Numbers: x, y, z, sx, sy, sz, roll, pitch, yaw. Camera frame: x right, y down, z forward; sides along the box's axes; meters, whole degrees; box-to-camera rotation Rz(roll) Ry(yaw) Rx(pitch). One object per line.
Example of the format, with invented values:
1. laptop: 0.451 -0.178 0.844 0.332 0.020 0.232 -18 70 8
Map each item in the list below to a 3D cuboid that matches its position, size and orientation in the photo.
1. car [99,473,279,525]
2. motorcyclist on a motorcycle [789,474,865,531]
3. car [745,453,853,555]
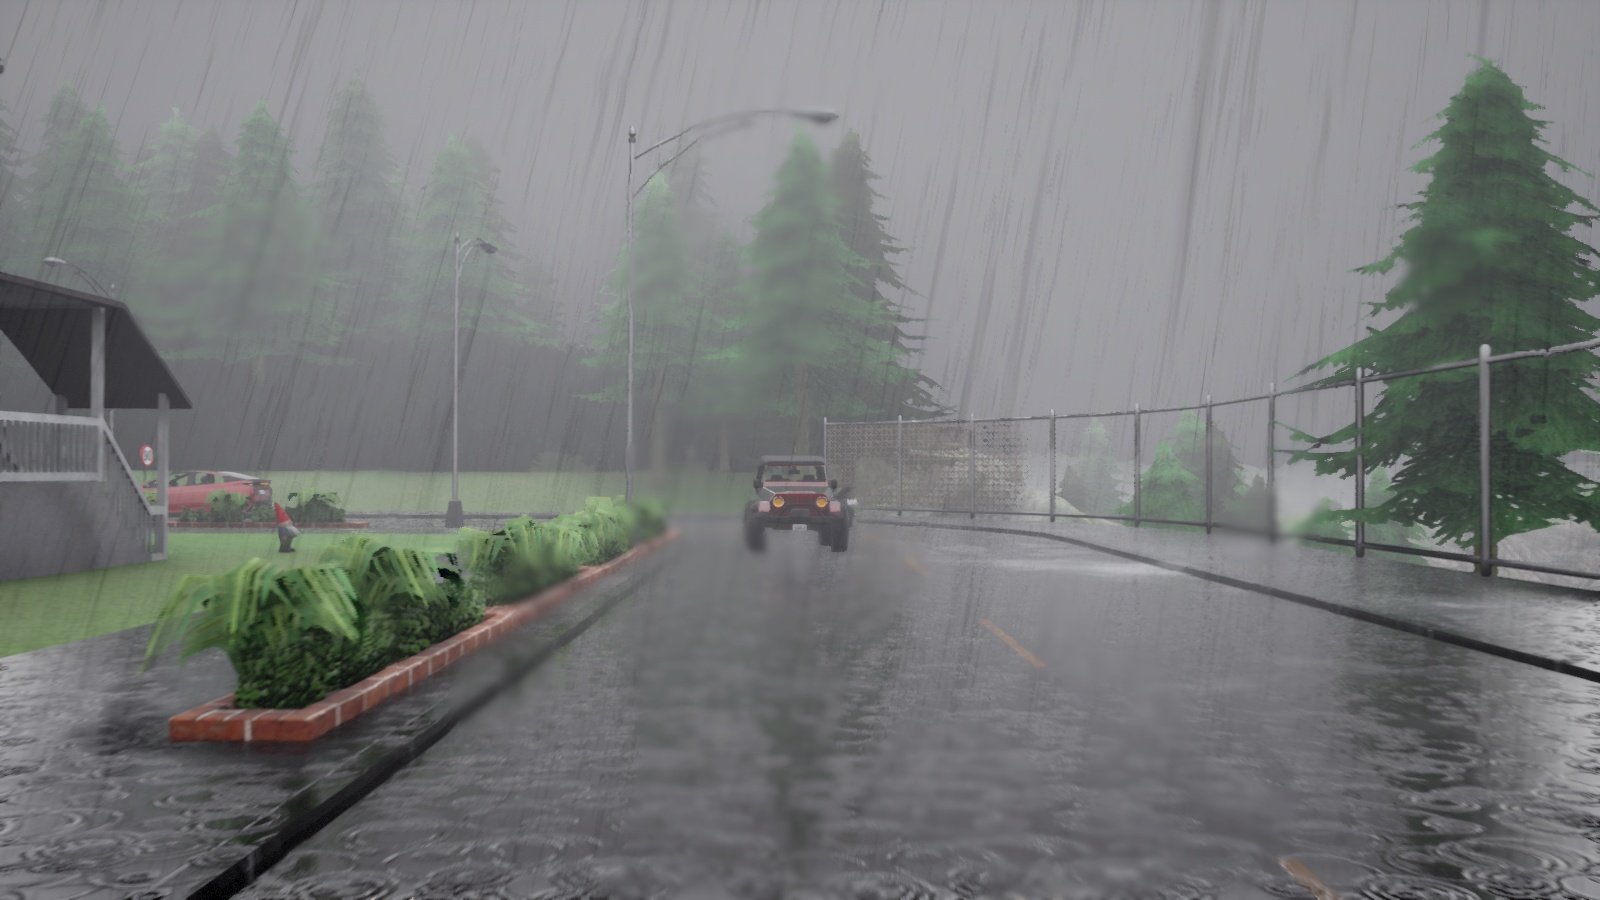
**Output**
1. car: -18.624 1.479 38.436 4.514 1.525 2.007 0 -1 0
2. motorcyclist on a motorcycle: 0.732 1.436 35.100 0.866 1.530 2.191 -1 0 -39
3. car: -0.098 1.034 25.241 1.905 1.878 3.866 0 -1 -4
